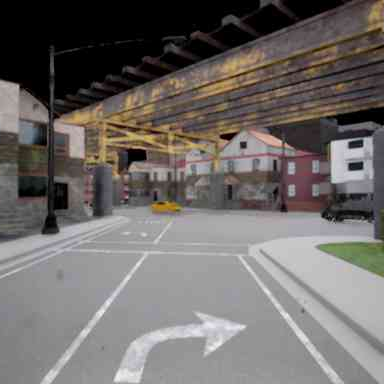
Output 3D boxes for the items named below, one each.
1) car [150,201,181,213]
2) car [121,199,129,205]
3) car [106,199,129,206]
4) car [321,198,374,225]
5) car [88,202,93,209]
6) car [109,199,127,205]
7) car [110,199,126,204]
[{"bbox_3d":[-3.605,1.974,44.335,1.882,1.535,5.008,1,-1,-45],"label":"car"},{"bbox_3d":[-16.764,2.135,74.985,4.536,1.218,1.853,0,-1,-15],"label":"car"},{"bbox_3d":[-16.814,2.293,74.970,4.974,1.542,2.038,0,-1,-15],"label":"car"},{"bbox_3d":[13.482,1.524,27.039,2.150,2.045,5.566,1,-1,-45],"label":"car"},{"bbox_3d":[-15.950,2.142,56.834,1.837,1.490,4.892,1,-1,-45],"label":"car"},{"bbox_3d":[-17.490,2.334,78.639,2.038,1.542,4.974,0,-1,15],"label":"car"},{"bbox_3d":[-17.477,2.177,78.691,1.853,1.218,4.536,0,-1,15],"label":"car"}]
